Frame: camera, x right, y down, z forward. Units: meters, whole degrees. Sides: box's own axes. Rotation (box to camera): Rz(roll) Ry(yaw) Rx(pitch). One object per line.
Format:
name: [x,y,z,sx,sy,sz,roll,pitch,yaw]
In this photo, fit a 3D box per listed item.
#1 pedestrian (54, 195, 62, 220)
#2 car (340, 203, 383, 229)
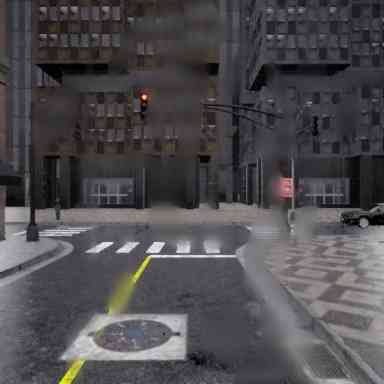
pedestrian: [-9.824,1.153,24.365,0.375,1.860,0.375,0,0,1]
car: [12.048,1.458,21.073,5.008,1.535,1.882,0,0,1]
